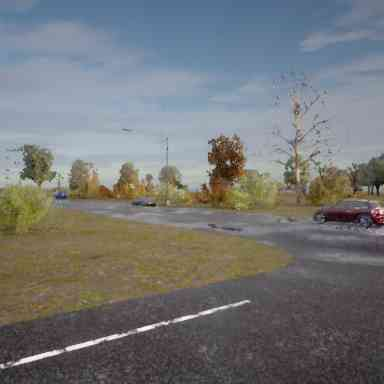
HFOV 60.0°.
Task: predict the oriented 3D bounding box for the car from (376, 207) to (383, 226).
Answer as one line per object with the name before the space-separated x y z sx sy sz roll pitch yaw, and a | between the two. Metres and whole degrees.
car | 9.720 1.473 11.898 1.882 1.535 5.008 0 0 -37

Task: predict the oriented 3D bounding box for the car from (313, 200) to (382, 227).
car | 10.555 1.299 22.451 2.097 1.767 4.553 0 0 -37

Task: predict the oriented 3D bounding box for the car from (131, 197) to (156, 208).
car | -6.699 1.376 45.301 1.994 1.385 4.181 0 0 -37

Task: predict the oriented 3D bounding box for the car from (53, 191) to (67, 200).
car | -30.817 0.805 77.237 2.150 2.045 5.566 0 0 -37
